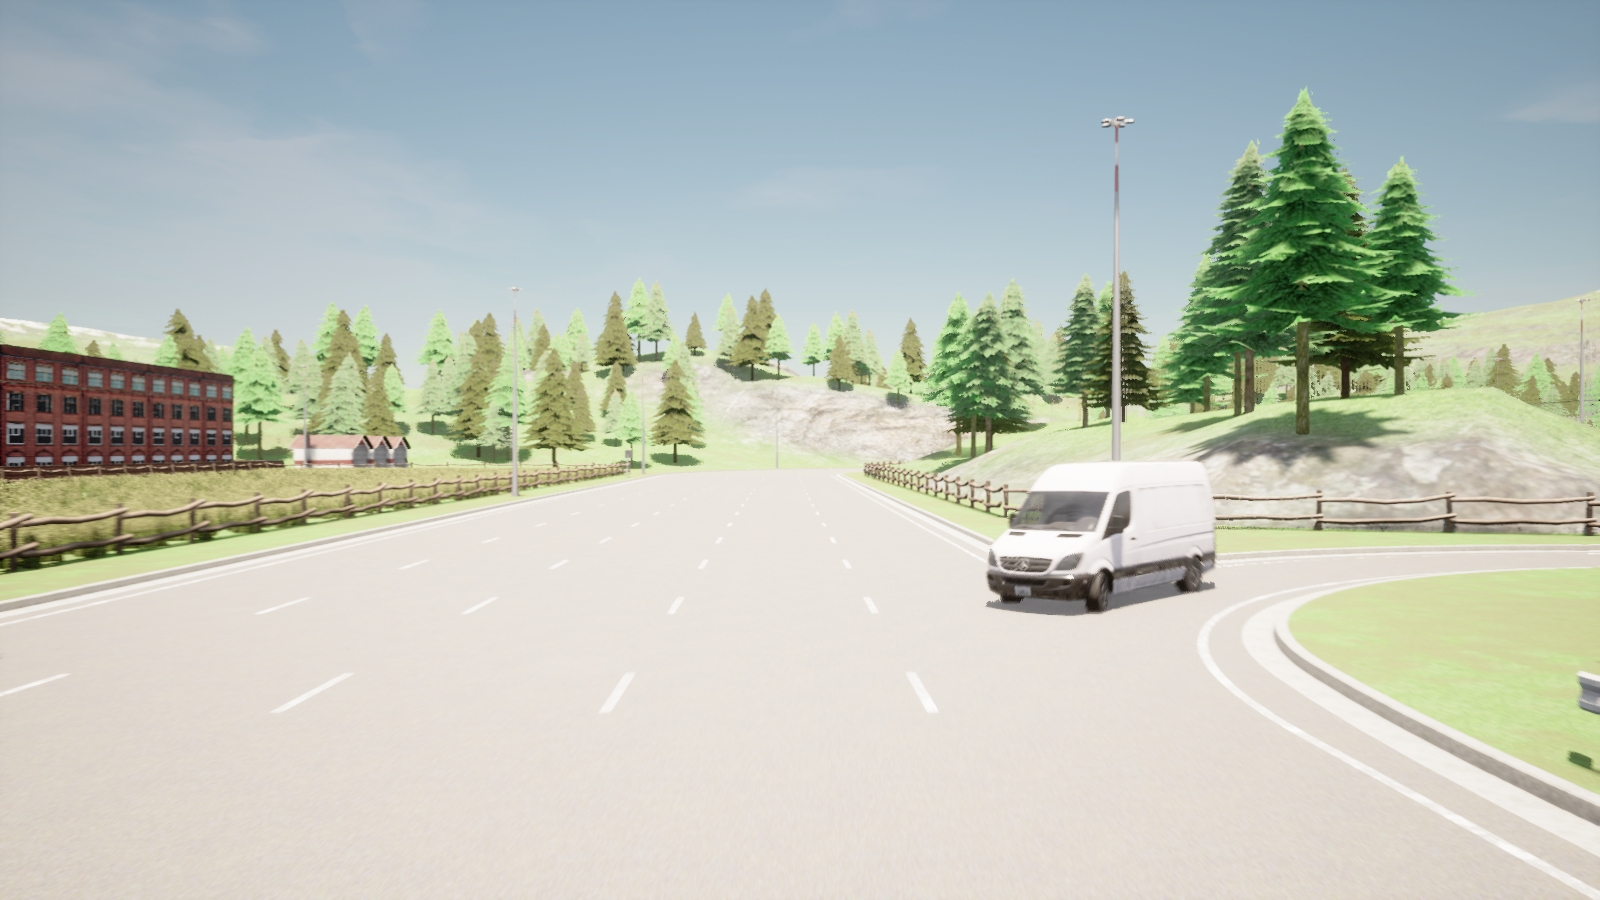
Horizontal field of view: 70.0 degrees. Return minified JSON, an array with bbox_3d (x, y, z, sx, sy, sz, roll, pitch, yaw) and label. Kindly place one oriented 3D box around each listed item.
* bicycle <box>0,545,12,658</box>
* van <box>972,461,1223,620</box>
[{"bbox_3d":[-10.875,2.036,14.683,0.373,1.496,1.643,0,0,-1],"label":"bicycle"},{"bbox_3d":[5.786,1.523,21.571,1.988,2.561,5.915,-1,-1,43],"label":"van"}]
